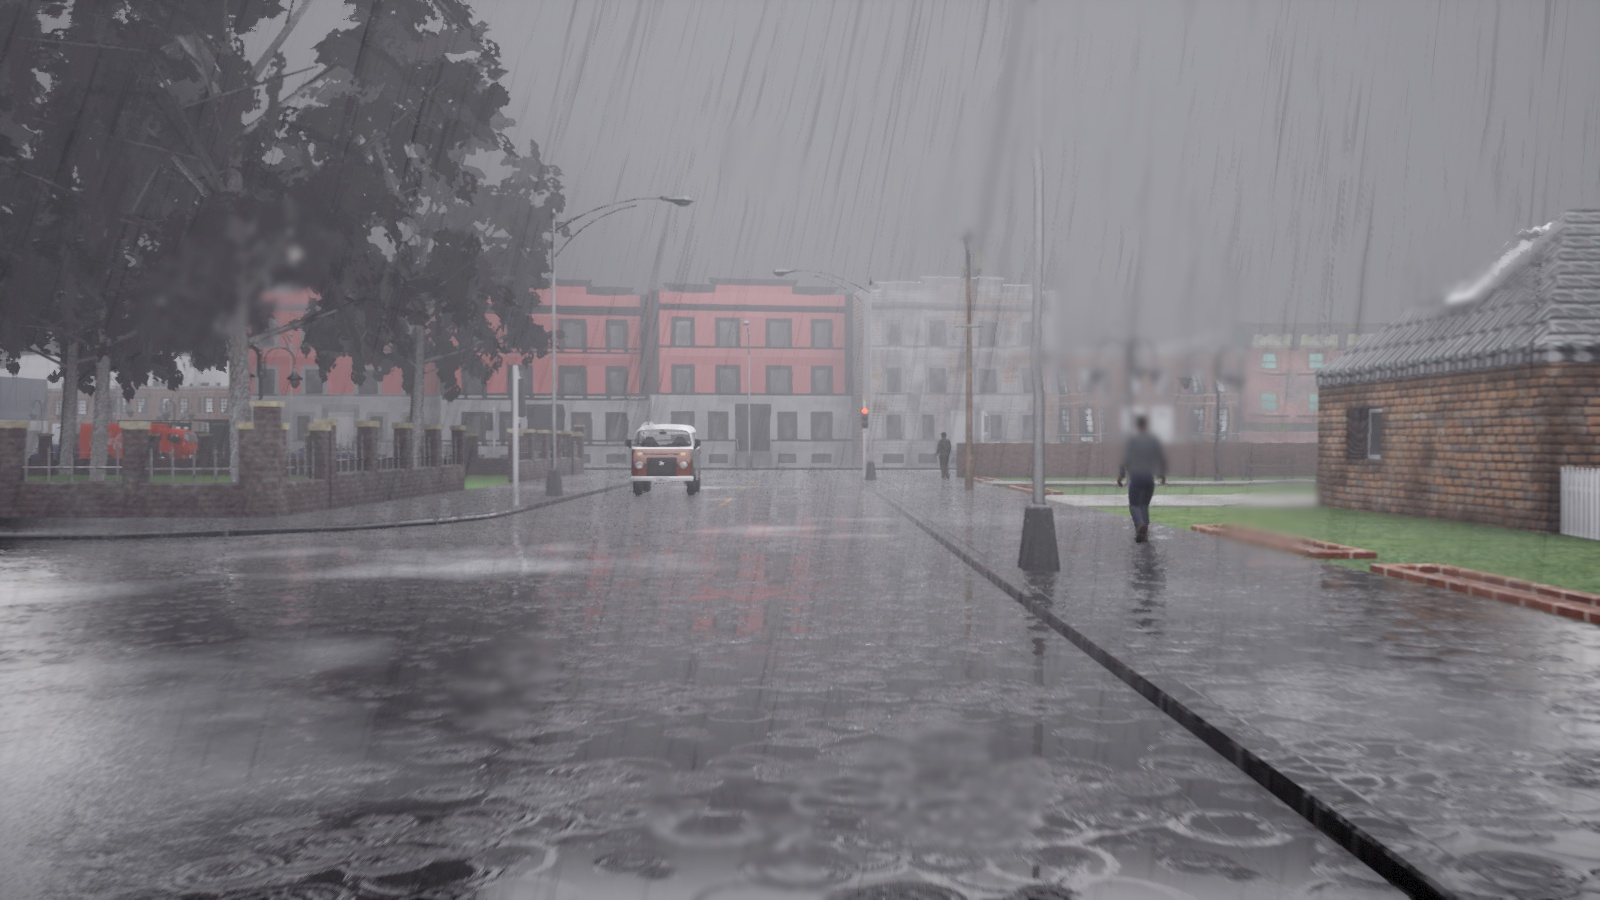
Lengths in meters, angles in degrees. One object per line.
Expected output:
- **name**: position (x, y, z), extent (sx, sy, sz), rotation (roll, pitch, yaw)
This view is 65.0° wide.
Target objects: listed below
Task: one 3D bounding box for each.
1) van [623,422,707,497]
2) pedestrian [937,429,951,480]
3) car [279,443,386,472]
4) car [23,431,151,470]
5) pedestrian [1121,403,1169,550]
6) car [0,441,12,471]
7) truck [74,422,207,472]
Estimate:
- **van**: position (-3.858, 0.242, 36.513), extent (2.069, 2.038, 4.480), rotation (0, 0, -1)
- **pedestrian**: position (5.430, 0.160, 47.321), extent (0.395, 1.930, 0.692), rotation (0, 0, -4)
- **car**: position (-23.233, 0.369, 62.513), extent (4.674, 1.442, 1.812), rotation (0, 0, 1)
- **car**: position (-37.736, 0.026, 66.565), extent (5.566, 2.045, 2.150), rotation (0, 0, 0)
- **pedestrian**: position (4.669, 0.345, 17.020), extent (0.423, 1.949, 0.788), rotation (0, 0, -2)
- **car**: position (-42.417, 0.284, 62.588), extent (4.902, 1.511, 2.128), rotation (0, 0, 0)
- **truck**: position (-32.774, -0.151, 62.541), extent (5.204, 2.467, 2.627), rotation (0, 0, 0)
